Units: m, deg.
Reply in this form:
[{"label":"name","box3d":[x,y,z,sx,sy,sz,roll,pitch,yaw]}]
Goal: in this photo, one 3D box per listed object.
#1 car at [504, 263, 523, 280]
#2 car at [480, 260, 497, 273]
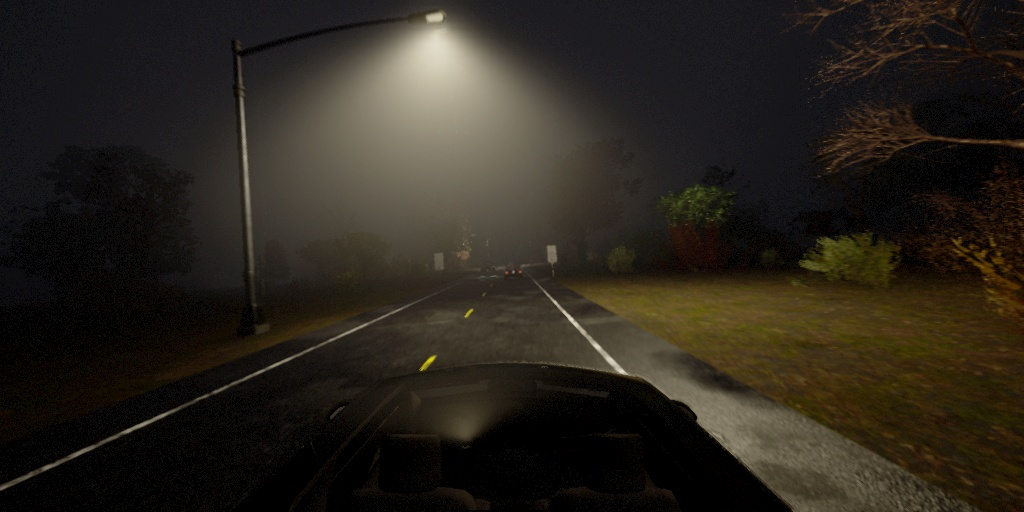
[{"label":"car","box3d":[0.148,1.549,35.330,2.033,1.411,5.357,-4,0,0]},{"label":"car","box3d":[-3.326,1.384,50.853,2.097,1.767,4.553,-4,-1,0]}]
